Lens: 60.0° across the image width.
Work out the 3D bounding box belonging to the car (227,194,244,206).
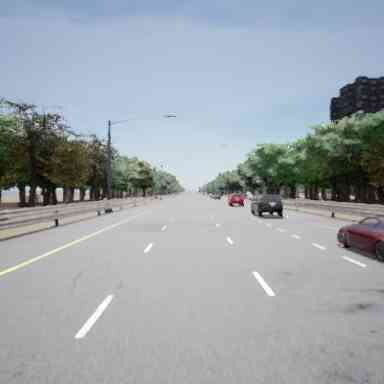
[{"bbox_3d":[7.114,1.282,54.493,2.150,2.045,5.566,0,0,0],"label":"car"}]

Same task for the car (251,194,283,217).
[{"bbox_3d":[7.031,1.241,31.568,2.150,2.045,5.566,0,0,0],"label":"car"}]

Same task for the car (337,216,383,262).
[{"bbox_3d":[7.002,1.569,12.088,1.994,1.385,4.181,0,0,0],"label":"car"}]
